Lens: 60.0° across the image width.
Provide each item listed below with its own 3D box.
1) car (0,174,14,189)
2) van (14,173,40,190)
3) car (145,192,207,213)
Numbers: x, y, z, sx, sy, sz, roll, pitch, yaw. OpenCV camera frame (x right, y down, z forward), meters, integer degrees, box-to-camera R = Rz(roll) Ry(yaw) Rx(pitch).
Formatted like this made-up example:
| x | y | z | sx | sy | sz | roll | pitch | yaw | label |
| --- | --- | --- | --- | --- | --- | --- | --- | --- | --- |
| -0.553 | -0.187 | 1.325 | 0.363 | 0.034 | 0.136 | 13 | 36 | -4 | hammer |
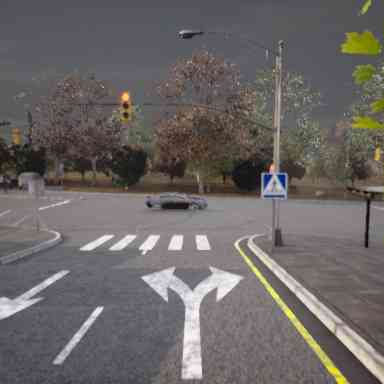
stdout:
| x | y | z | sx | sy | sz | roll | pitch | yaw | label |
| --- | --- | --- | --- | --- | --- | --- | --- | --- | --- |
| -23.214 | -1.406 | 41.795 | 2.185 | 1.767 | 4.553 | 0 | 5 | -13 | car |
| -20.245 | -1.379 | 41.395 | 1.878 | 1.987 | 4.442 | 1 | 5 | -14 | van |
| -1.251 | 0.764 | 26.377 | 4.902 | 1.511 | 2.128 | 0 | 5 | 4 | car |
